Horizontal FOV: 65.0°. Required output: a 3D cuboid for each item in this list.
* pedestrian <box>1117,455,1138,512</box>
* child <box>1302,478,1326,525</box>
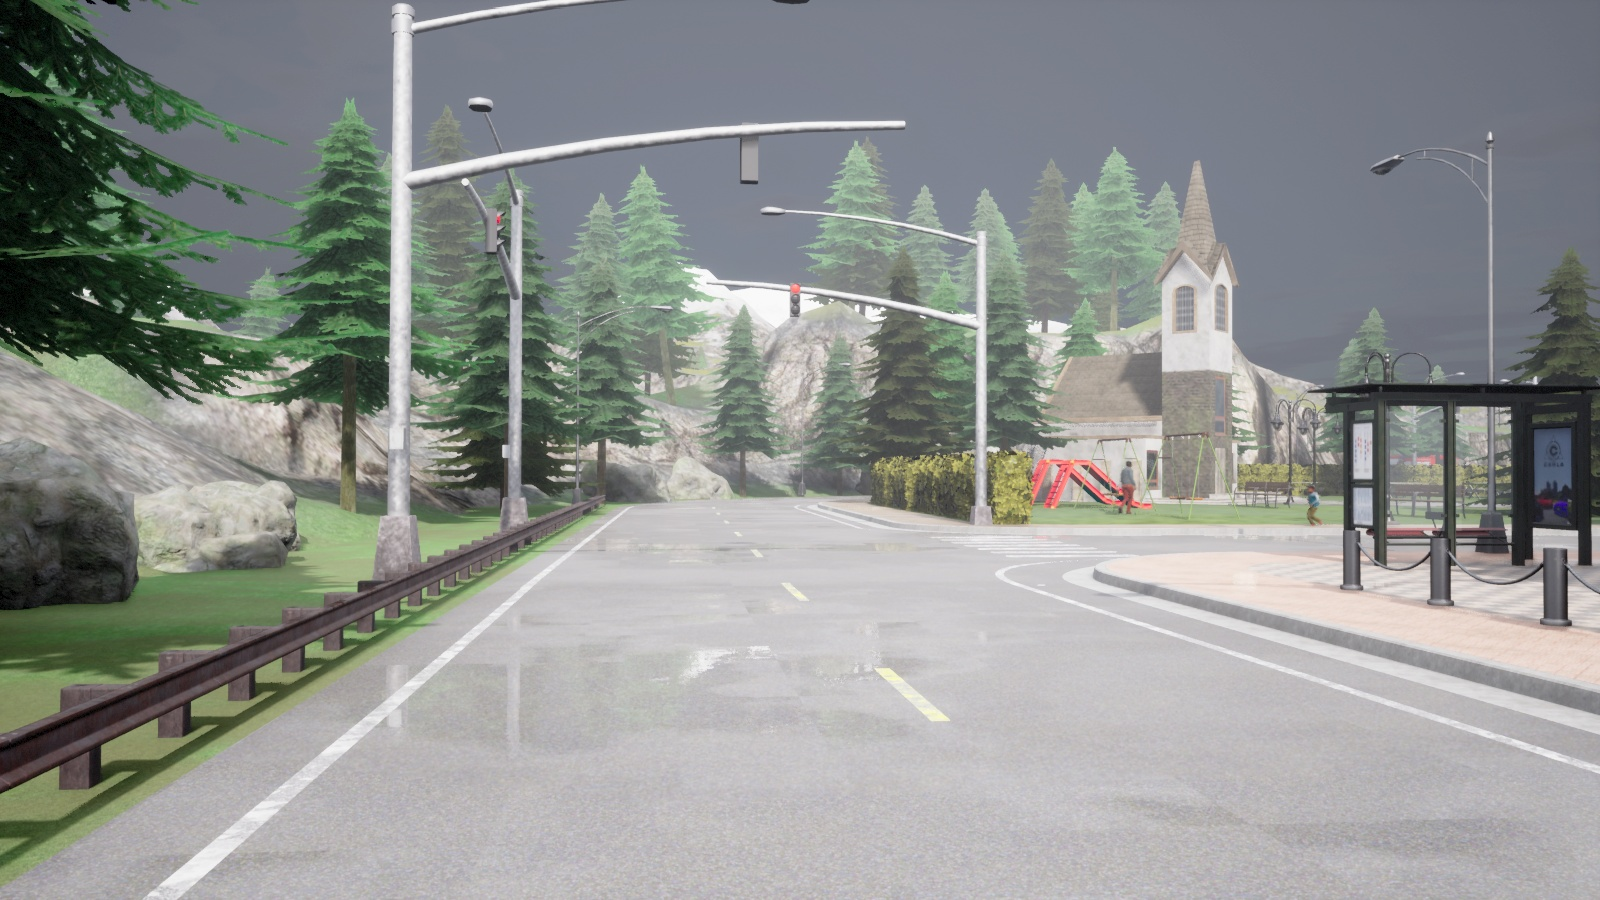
[{"bbox_3d":[10.719,1.106,41.111,0.614,1.847,0.353,0,-1,-37],"label":"pedestrian"},{"bbox_3d":[13.347,1.333,32.635,0.448,1.192,0.343,0,-1,-11],"label":"child"}]
